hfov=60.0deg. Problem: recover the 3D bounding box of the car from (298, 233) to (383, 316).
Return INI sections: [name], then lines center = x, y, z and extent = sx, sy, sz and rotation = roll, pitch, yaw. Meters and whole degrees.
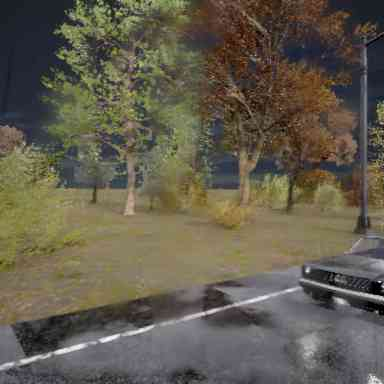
[car]
center = 4.418, 1.617, 7.156
extent = 4.718, 1.301, 1.895
rotation = 0, 0, -36
